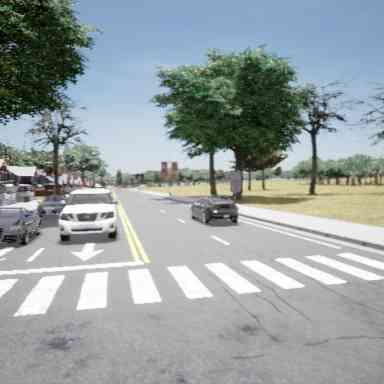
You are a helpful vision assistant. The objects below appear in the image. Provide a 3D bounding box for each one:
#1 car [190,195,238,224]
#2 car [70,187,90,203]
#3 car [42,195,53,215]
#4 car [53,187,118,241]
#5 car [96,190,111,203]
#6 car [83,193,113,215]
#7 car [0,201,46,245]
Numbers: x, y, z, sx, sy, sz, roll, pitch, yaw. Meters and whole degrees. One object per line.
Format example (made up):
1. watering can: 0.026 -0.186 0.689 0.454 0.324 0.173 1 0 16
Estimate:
1. car: 1.190 0.965 19.630 1.837 1.490 4.892 -1 2 -14
2. car: -15.670 0.291 46.798 2.150 2.045 5.566 -1 1 -14
3. car: -10.453 1.014 25.303 2.128 1.511 4.902 -1 2 -14
4. car: -4.646 0.897 15.291 2.150 2.045 5.566 -1 2 -14
5. car: -11.823 0.532 44.681 1.882 1.535 5.008 -1 1 -13
6. car: -7.631 0.909 27.427 2.128 1.511 4.902 -1 2 -14
7. car: -7.599 1.333 13.728 1.994 1.385 4.181 -1 2 -14
